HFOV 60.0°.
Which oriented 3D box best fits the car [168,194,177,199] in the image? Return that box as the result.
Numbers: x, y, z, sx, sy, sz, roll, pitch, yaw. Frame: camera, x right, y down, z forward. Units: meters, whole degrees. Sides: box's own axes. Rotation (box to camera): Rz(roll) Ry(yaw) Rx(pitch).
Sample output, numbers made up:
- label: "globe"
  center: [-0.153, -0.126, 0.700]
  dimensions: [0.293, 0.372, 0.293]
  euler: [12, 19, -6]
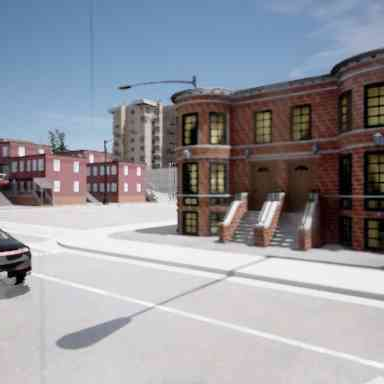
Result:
- label: "car"
  center: [-3.688, 1.138, 79.124]
  dimensions: [4.674, 1.442, 1.812]
  euler: [7, 4, 35]

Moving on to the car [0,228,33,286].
- label: "car"
  center: [-5.877, 1.501, 8.181]
  dimensions: [4.902, 1.511, 2.128]
  euler: [0, 0, 35]
